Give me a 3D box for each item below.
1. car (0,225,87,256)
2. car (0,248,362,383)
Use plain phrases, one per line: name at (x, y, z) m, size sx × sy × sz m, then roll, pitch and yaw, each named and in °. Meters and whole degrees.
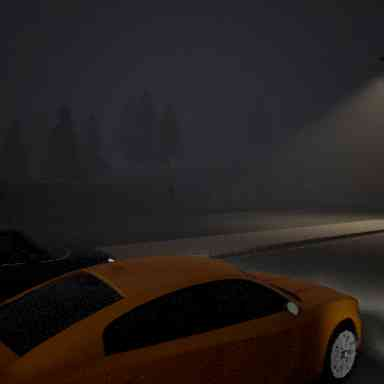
car at (-3.362, 1.352, 5.647) m, size 4.553 × 1.767 × 2.097 m, roll 0°, pitch 0°, yaw -35°
car at (-0.071, 1.478, 3.695) m, size 5.008 × 1.535 × 1.882 m, roll 0°, pitch 0°, yaw -35°
